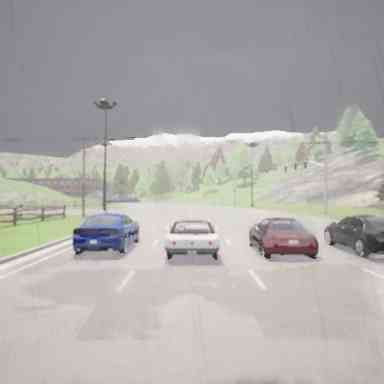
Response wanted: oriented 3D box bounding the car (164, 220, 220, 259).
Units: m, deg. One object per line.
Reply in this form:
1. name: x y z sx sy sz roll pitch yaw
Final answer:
1. car: 0.020 1.747 13.240 1.895 1.301 4.718 0 -1 0

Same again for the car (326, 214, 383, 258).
1. car: 7.023 1.655 13.491 1.837 1.490 4.892 0 0 0

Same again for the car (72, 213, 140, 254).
1. car: -3.471 1.635 14.240 1.882 1.535 5.008 0 0 0

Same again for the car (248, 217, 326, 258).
1. car: 3.522 1.713 13.465 1.994 1.385 4.181 0 -1 0
